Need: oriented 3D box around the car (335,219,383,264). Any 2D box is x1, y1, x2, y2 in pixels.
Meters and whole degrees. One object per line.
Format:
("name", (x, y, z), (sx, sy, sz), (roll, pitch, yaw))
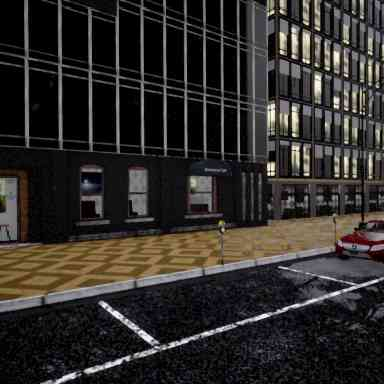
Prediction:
("car", (6.587, 1.580, 11.240), (4.206, 1.307, 1.802), (0, 0, -35))
